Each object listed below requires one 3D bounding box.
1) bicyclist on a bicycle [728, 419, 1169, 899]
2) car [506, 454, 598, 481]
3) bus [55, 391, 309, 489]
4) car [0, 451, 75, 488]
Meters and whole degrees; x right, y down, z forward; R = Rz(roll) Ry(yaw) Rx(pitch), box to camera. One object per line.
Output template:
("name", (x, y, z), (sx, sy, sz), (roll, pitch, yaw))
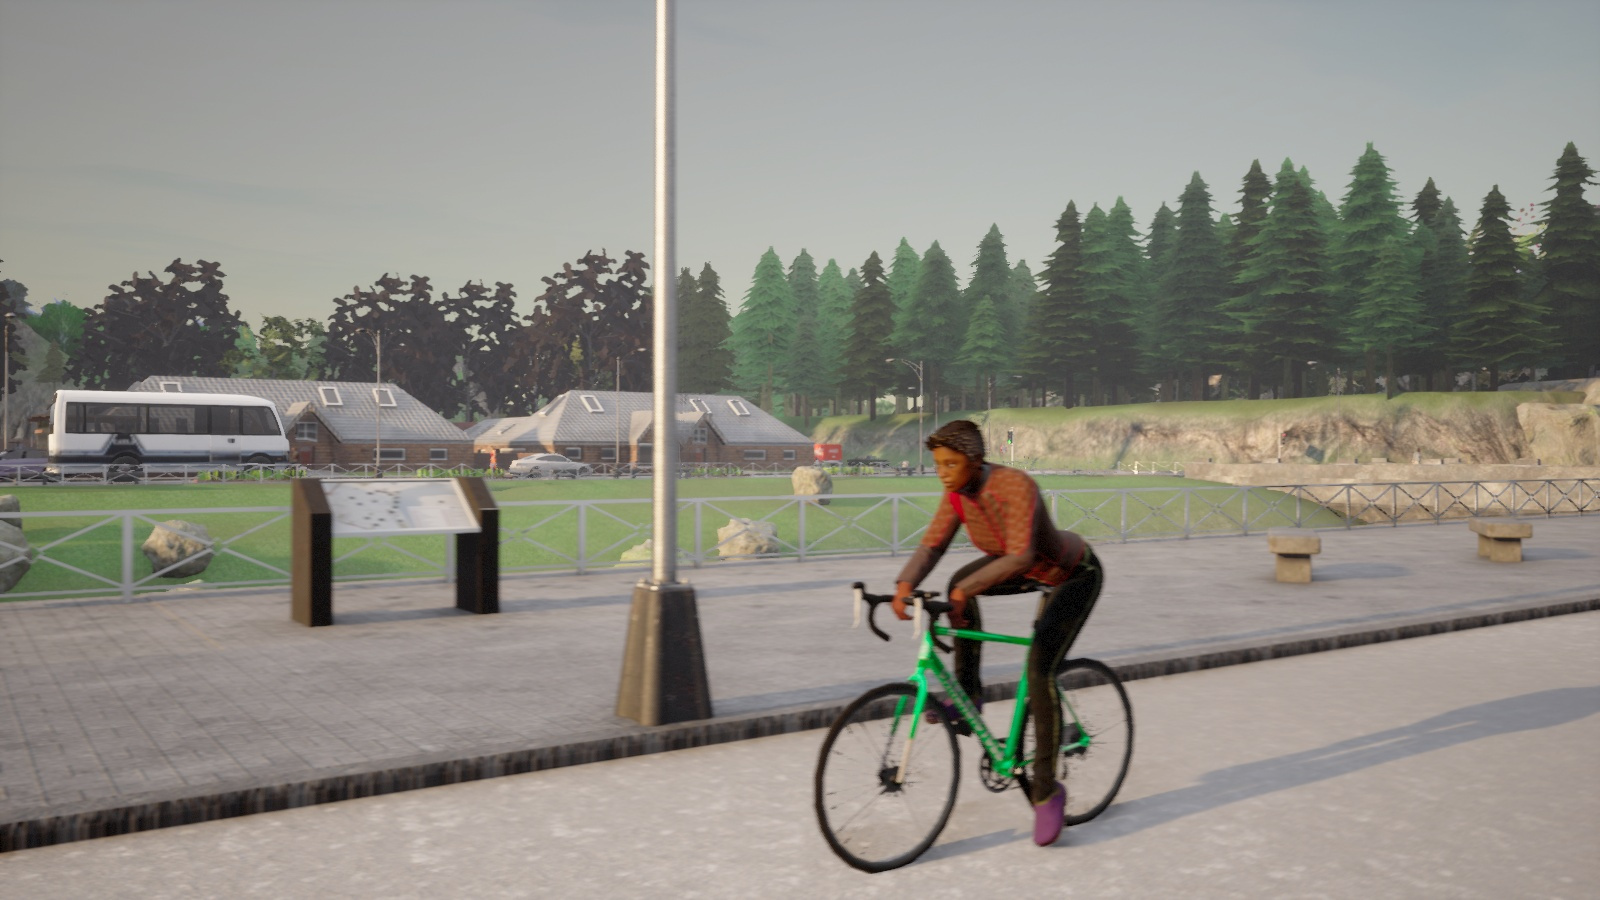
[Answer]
("bicyclist on a bicycle", (0.595, 0.708, 4.682), (1.656, 1.620, 0.582), (0, 0, -35))
("car", (-13.766, 0.971, 69.813), (4.674, 1.442, 1.812), (0, 0, -35))
("bus", (-28.997, -0.425, 59.221), (10.273, 4.253, 3.944), (0, 0, -35))
("car", (-36.758, 0.896, 58.691), (4.856, 1.649, 2.033), (0, 0, -35))
